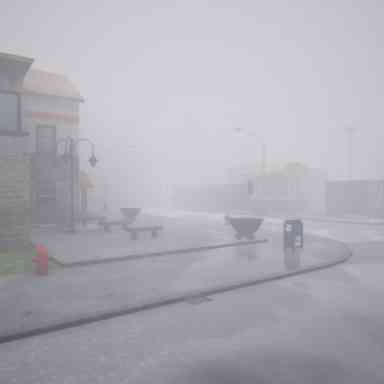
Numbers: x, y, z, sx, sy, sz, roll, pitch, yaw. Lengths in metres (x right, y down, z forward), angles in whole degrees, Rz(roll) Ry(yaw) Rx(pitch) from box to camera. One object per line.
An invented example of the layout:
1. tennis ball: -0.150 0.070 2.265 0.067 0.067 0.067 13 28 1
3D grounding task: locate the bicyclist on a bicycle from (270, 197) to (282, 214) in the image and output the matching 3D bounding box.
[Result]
1. bicyclist on a bicycle: 8.091 1.337 32.036 1.656 1.620 0.582 0 0 -35
